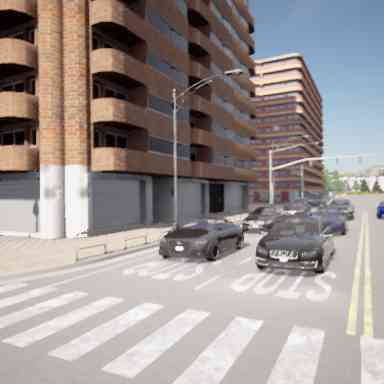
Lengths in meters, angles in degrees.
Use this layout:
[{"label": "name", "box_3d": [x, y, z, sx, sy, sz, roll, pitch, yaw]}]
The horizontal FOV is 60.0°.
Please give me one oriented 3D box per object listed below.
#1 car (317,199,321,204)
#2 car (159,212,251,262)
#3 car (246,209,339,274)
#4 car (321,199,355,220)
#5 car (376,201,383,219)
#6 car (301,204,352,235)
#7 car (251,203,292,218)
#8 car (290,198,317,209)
[{"label": "car", "box_3d": [17.634, 1.570, 48.744, 4.902, 1.511, 2.128, -1, 0, 28]}, {"label": "car", "box_3d": [0.509, 1.665, 12.691, 1.994, 1.385, 4.181, -1, 0, 28]}, {"label": "car", "box_3d": [3.537, 1.542, 10.936, 1.837, 1.490, 4.892, -1, 0, 28]}, {"label": "car", "box_3d": [12.441, 1.365, 27.819, 2.097, 1.767, 4.553, -1, 0, 28]}, {"label": "car", "box_3d": [16.676, 1.421, 27.973, 1.882, 1.535, 5.008, -1, 0, 28]}, {"label": "car", "box_3d": [7.691, 1.590, 18.815, 1.994, 1.385, 4.181, -1, 0, 28]}, {"label": "car", "box_3d": [4.594, 1.615, 20.427, 1.812, 1.442, 4.674, -1, 0, 28]}, {"label": "car", "box_3d": [9.426, 1.568, 29.593, 2.128, 1.511, 4.902, -1, 0, 28]}]
